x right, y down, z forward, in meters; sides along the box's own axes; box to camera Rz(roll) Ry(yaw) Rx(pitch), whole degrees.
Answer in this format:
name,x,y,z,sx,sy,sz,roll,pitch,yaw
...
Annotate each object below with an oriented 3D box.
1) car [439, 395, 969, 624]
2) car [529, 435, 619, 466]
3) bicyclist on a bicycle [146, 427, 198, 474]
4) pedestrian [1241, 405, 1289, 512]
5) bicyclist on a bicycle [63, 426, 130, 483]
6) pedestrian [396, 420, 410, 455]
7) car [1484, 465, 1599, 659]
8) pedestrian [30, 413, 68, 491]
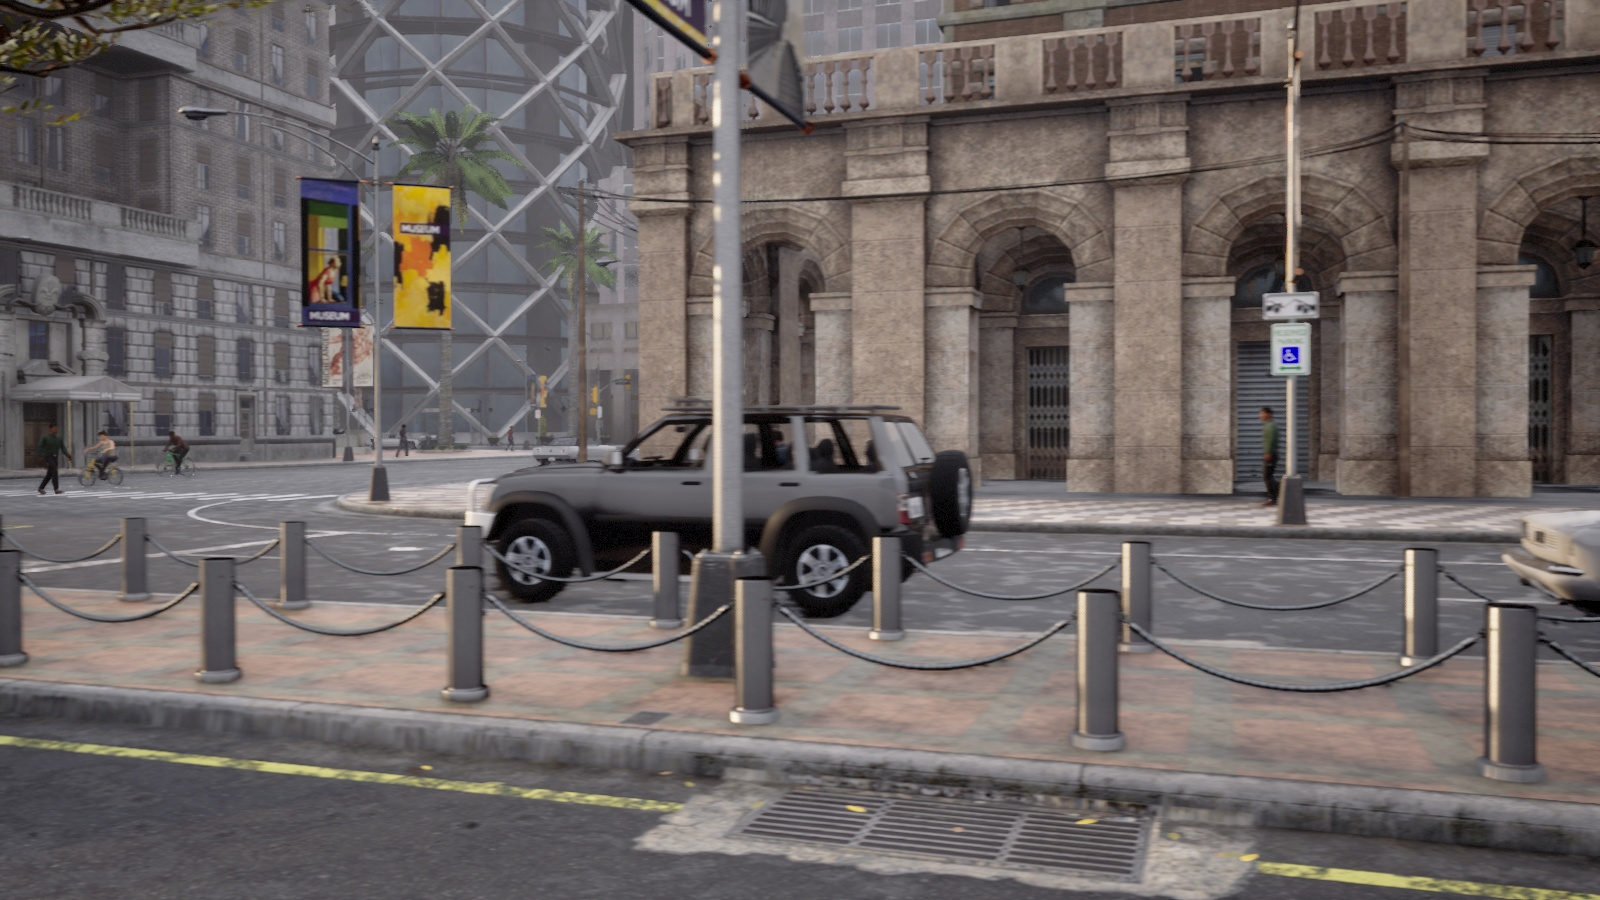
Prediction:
name,x,y,z,sx,sy,sz,roll,pitch,yaw
car,-0.879,0.450,11.863,4.605,1.855,1.932,1,1,20
car,-10.083,-0.014,56.384,1.895,1.301,4.718,1,1,19
bicyclist on a bicycle,-21.768,0.000,43.553,0.582,1.620,1.656,1,1,18
pedestrian,8.518,0.147,23.027,0.788,1.949,0.423,1,1,18
bicyclist on a bicycle,-20.419,0.102,36.462,0.866,1.612,1.509,1,1,19
pedestrian,-21.727,-0.700,68.752,0.402,1.930,0.666,1,1,25
car,7.754,0.812,9.026,4.718,1.301,1.895,1,1,19
pedestrian,-18.767,0.045,31.394,0.788,1.949,0.423,1,1,22
